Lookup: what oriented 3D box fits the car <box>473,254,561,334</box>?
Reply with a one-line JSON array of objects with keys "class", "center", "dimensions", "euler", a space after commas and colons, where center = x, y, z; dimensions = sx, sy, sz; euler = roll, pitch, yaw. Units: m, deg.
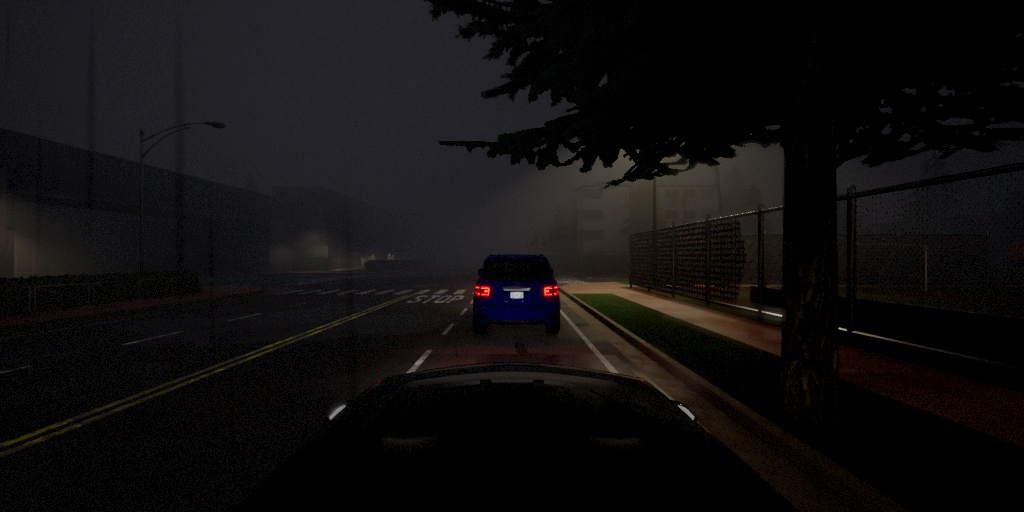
[{"class": "car", "center": [0.115, 0.972, 10.727], "dimensions": [2.150, 2.045, 5.566], "euler": [0, 0, 0]}]

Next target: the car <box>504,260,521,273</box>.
[{"class": "car", "center": [0.025, 1.242, 45.602], "dimensions": [2.128, 1.511, 4.902], "euler": [0, 0, 0]}]
